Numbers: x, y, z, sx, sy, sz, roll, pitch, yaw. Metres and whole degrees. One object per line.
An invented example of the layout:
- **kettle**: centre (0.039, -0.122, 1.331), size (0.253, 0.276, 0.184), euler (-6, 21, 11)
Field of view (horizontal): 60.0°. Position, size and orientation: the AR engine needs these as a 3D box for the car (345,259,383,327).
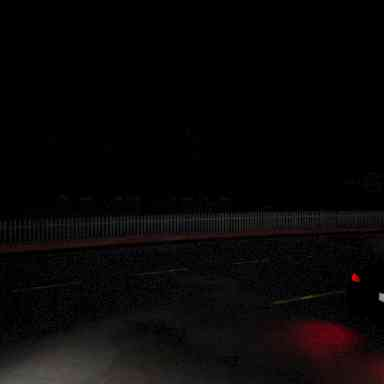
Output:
- **car**: centre (4.758, 1.564, 5.749), size (4.181, 1.385, 1.994), euler (0, 0, -24)
